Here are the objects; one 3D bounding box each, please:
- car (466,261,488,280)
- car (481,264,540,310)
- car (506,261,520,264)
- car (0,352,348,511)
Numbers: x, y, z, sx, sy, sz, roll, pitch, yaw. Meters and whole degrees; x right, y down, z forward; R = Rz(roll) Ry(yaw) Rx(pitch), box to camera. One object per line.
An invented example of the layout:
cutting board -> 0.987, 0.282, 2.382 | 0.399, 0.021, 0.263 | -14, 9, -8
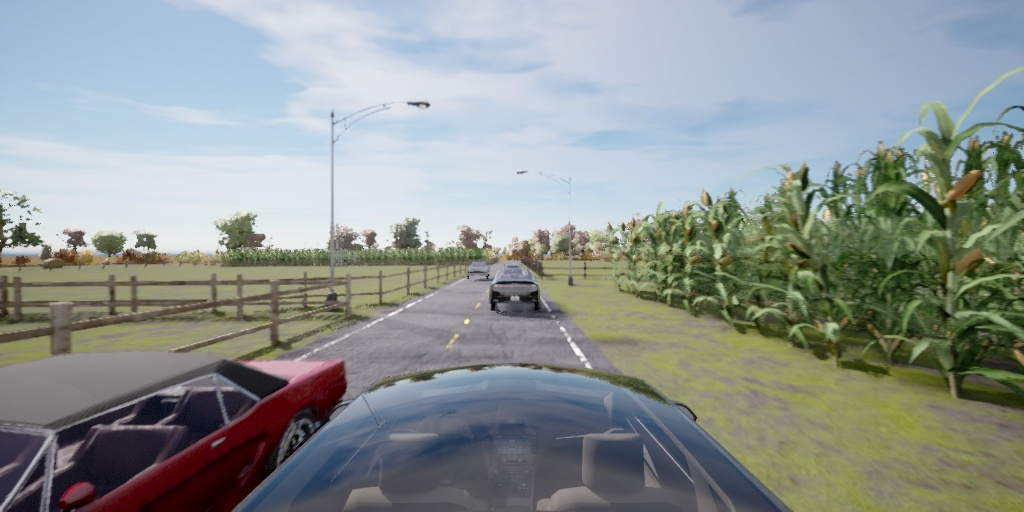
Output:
car -> -2.740, 1.144, 30.593 | 2.033, 1.411, 5.357 | 0, 0, 0
car -> 0.104, 1.241, 14.676 | 2.128, 1.511, 4.902 | 0, 0, 0
car -> 0.113, 1.275, 36.735 | 1.812, 1.442, 4.674 | 0, 0, 0
car -> -2.753, 1.351, 1.751 | 1.895, 1.301, 4.718 | 0, 0, 0
